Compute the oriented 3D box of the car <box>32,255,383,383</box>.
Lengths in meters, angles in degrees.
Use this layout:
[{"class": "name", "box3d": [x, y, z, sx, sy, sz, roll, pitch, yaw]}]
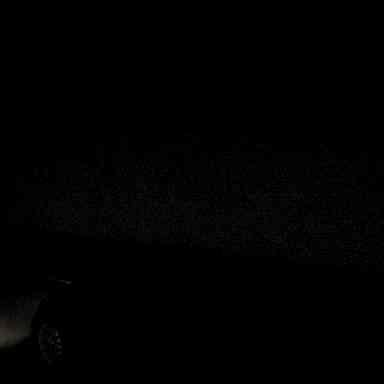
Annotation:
[{"class": "car", "box3d": [0.005, 1.524, 3.988, 4.674, 1.442, 1.812, 0, 0, 36]}]
